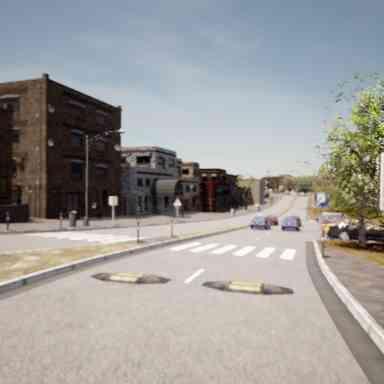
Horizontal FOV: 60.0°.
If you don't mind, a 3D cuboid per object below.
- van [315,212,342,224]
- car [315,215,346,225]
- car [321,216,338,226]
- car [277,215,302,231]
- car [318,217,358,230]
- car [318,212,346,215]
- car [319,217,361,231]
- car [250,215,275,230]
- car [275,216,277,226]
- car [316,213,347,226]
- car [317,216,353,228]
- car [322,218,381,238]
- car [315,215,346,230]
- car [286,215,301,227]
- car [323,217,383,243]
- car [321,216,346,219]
[{"bbox_3d":[24.614,4.661,59.998,4.442,1.987,1.878,1,-2,19],"label":"van"},{"bbox_3d":[23.815,4.765,57.348,4.892,1.521,2.231,1,-2,19],"label":"car"},{"bbox_3d":[13.075,2.984,26.134,5.008,1.535,2.097,1,-3,19],"label":"car"},{"bbox_3d":[11.037,3.548,37.220,2.033,1.411,5.357,1,-3,19],"label":"car"},{"bbox_3d":[19.344,4.124,44.333,4.674,1.452,2.002,1,-3,19],"label":"car"},{"bbox_3d":[17.526,3.663,39.144,4.553,1.767,2.185,1,-3,19],"label":"car"},{"bbox_3d":[18.445,3.977,41.735,4.674,1.452,2.002,1,-3,19],"label":"car"},{"bbox_3d":[7.830,3.474,37.887,2.033,1.411,5.357,1,-3,19],"label":"car"},{"bbox_3d":[11.452,4.061,48.389,1.812,1.442,4.674,1,-3,19],"label":"car"},{"bbox_3d":[22.940,4.517,54.879,4.553,1.767,2.185,1,-2,19],"label":"car"},{"bbox_3d":[21.161,4.396,49.529,4.792,1.488,2.163,1,-3,19],"label":"car"},{"bbox_3d":[14.894,3.346,31.316,4.792,1.488,2.163,1,-3,19],"label":"car"},{"bbox_3d":[15.589,3.470,33.993,5.366,1.575,1.946,1,-3,19],"label":"car"},{"bbox_3d":[14.642,4.110,47.669,1.837,1.490,4.892,1,-2,19],"label":"car"},{"bbox_3d":[12.179,2.816,23.534,4.892,1.521,2.231,1,-3,19],"label":"car"},{"bbox_3d":[13.980,3.151,28.728,4.892,1.521,2.231,1,-3,19],"label":"car"}]
